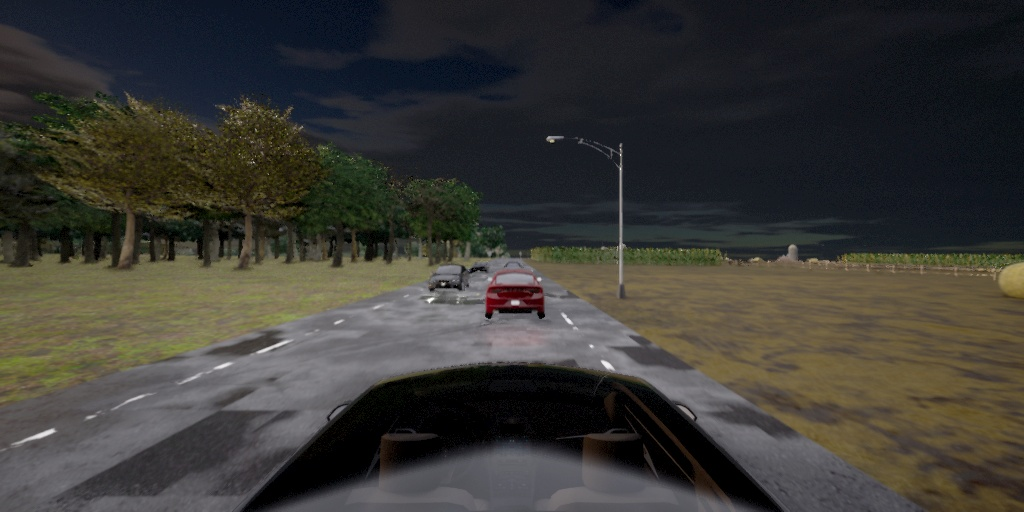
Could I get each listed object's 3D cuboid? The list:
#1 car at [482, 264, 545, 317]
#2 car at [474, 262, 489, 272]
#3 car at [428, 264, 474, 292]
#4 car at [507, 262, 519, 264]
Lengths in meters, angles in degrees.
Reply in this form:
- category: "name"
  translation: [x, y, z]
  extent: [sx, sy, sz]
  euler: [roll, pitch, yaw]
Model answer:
- category: "car"
  translation: [0.098, 1.229, 13.165]
  extent: [1.882, 1.535, 5.008]
  euler: [0, 0, 0]
- category: "car"
  translation: [-3.514, 1.275, 40.180]
  extent: [1.895, 1.301, 4.718]
  euler: [0, 0, 0]
- category: "car"
  translation: [-3.574, 1.238, 21.111]
  extent: [1.837, 1.490, 4.892]
  euler: [0, 0, 0]
- category: "car"
  translation: [0.095, 1.256, 34.756]
  extent: [1.994, 1.385, 4.181]
  euler: [0, 0, 0]
